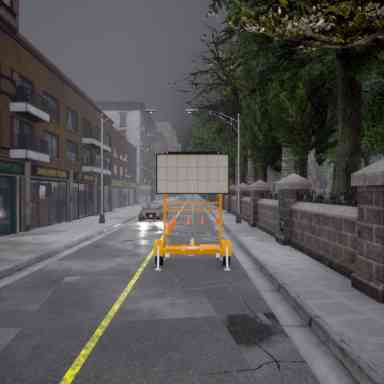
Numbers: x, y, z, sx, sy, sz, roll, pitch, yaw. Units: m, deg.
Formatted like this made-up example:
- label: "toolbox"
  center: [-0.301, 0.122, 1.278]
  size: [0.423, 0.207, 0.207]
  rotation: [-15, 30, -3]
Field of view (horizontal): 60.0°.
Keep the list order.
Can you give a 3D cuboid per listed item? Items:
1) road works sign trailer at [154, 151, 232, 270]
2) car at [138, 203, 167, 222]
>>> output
- label: "road works sign trailer"
  center: [0.022, 0.470, 10.984]
  size: [2.380, 3.560, 2.880]
  rotation: [0, 0, 0]
- label: "car"
  center: [-3.047, 1.587, 26.605]
  size: [1.994, 1.385, 4.181]
  rotation: [0, 0, 0]
